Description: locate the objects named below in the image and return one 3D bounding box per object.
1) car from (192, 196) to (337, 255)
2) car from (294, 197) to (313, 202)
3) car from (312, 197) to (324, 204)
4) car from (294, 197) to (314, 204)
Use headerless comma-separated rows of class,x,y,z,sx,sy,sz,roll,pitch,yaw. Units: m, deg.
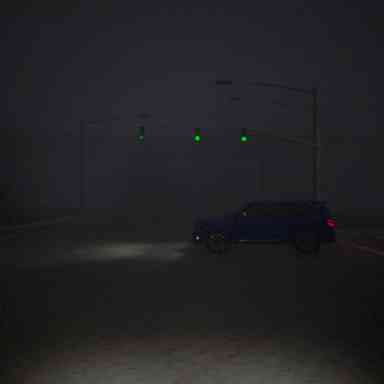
car,2.783,1.315,13.280,5.566,2.045,2.150,0,0,3
car,29.417,2.038,87.937,1.853,1.218,4.536,0,0,-29
car,32.477,2.188,85.720,2.038,1.542,4.974,0,0,31
car,29.442,2.196,87.891,2.038,1.542,4.974,0,0,-29
